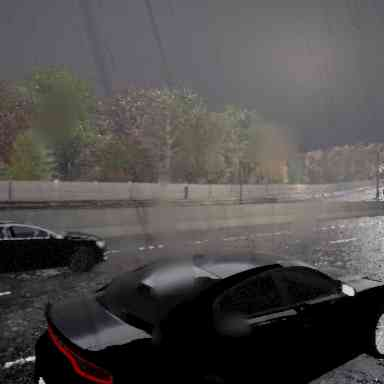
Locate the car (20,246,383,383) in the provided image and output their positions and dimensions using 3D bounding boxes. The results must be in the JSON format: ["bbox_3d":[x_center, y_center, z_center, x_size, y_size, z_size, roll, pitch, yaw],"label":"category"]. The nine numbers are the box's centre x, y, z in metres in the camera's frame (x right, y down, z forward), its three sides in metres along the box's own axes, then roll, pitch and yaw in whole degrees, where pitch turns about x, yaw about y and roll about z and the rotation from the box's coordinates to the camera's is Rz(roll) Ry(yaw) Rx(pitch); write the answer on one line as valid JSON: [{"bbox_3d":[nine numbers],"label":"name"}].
[{"bbox_3d":[0.754,1.475,4.279,5.008,1.535,1.882,0,0,-36],"label":"car"}]

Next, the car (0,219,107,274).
[{"bbox_3d":[-4.739,1.489,8.961,4.902,1.511,2.128,0,0,-36],"label":"car"}]
